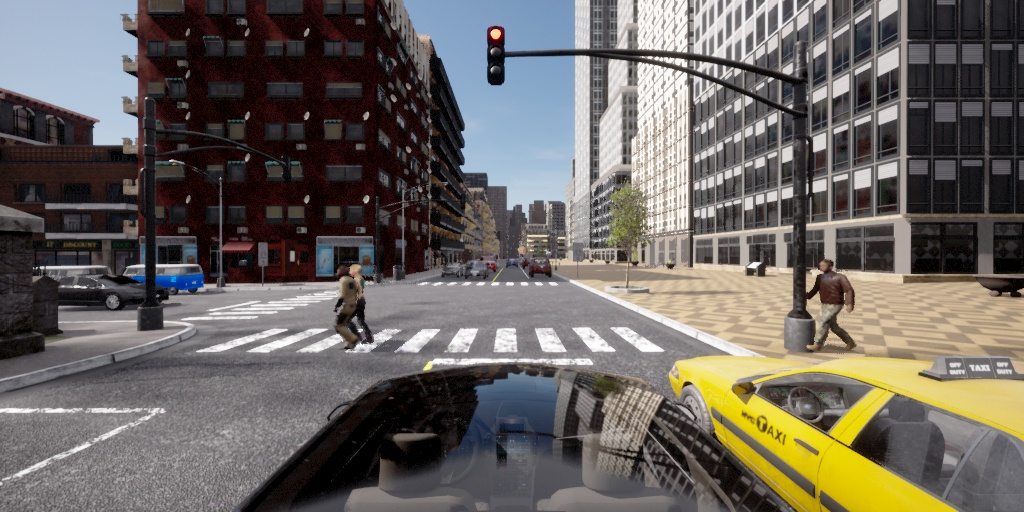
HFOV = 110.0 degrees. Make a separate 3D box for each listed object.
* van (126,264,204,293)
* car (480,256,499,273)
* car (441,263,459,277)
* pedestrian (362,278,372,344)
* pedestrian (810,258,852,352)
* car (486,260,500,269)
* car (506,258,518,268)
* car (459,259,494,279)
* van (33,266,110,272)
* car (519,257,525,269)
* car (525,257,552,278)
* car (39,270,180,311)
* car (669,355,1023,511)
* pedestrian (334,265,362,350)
[{"bbox_3d":[-20.767,1.391,21.357,3.998,1.789,1.690,0,0,-1],"label":"van"},{"bbox_3d":[-3.080,0.989,45.283,2.150,2.045,5.566,0,0,0],"label":"car"},{"bbox_3d":[-5.690,1.309,34.597,2.007,1.370,4.403,0,0,0],"label":"car"},{"bbox_3d":[-3.497,1.061,8.137,0.375,1.860,0.375,0,0,0],"label":"pedestrian"},{"bbox_3d":[6.095,0.891,6.864,0.375,1.860,0.375,0,0,0],"label":"pedestrian"},{"bbox_3d":[-3.074,1.388,58.928,1.895,1.301,4.718,0,0,0],"label":"car"},{"bbox_3d":[0.001,1.147,63.760,2.097,1.767,4.553,0,0,0],"label":"car"},{"bbox_3d":[-3.095,1.249,32.198,2.128,1.511,4.902,0,0,0],"label":"car"},{"bbox_3d":[-26.305,1.481,21.307,3.998,1.789,1.690,0,0,-1],"label":"van"},{"bbox_3d":[2.691,1.098,56.702,2.192,1.841,5.009,0,0,0],"label":"car"},{"bbox_3d":[2.690,1.074,34.597,2.192,1.841,5.009,0,0,0],"label":"car"},{"bbox_3d":[-17.866,1.528,15.591,4.892,1.490,1.837,-1,0,-1],"label":"car"},{"bbox_3d":[2.689,1.275,2.354,1.751,1.417,4.829,0,0,0],"label":"car"},{"bbox_3d":[-3.494,1.053,7.561,0.375,1.860,0.375,0,0,0],"label":"pedestrian"}]
